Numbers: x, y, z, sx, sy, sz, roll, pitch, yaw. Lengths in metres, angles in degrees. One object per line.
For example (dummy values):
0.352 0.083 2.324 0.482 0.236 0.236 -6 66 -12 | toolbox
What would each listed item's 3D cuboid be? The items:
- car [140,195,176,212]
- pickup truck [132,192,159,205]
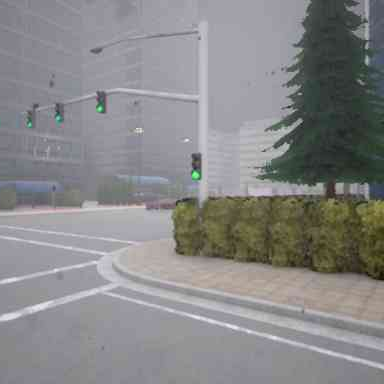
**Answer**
-3.392 1.478 39.318 1.882 1.535 5.008 0 0 35 | car
-7.502 1.060 56.094 6.274 2.098 2.390 0 0 -24 | pickup truck
